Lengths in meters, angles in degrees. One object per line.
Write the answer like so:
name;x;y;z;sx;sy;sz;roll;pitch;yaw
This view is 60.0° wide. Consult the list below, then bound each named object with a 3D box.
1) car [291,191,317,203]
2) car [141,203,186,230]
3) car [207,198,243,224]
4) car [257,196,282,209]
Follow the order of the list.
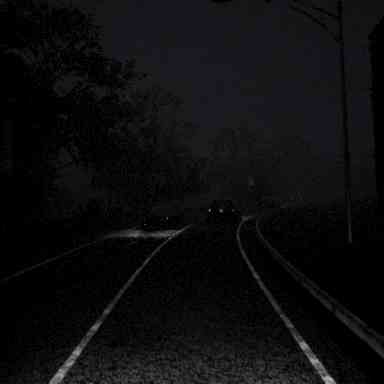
car;19.648;0.857;58.214;5.566;2.045;2.150;-2;-3;-41
car;-1.721;1.487;21.615;1.882;1.535;5.008;-1;0;12
car;2.474;1.276;24.373;2.097;1.767;4.553;-1;0;14
car;9.700;1.247;41.328;1.882;1.535;5.008;-4;-1;31
